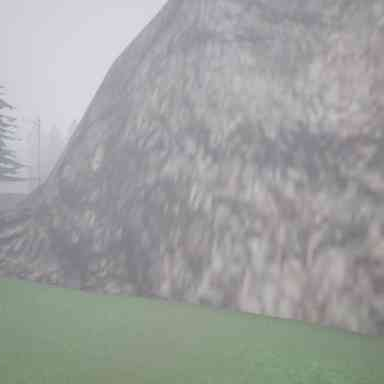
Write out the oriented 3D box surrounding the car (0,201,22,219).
[{"bbox_3d":[-16.242,1.491,26.664,2.128,1.511,4.902,0,0,29],"label":"car"}]
